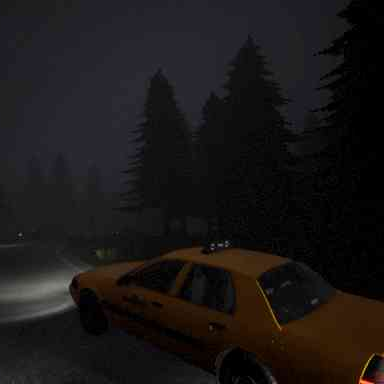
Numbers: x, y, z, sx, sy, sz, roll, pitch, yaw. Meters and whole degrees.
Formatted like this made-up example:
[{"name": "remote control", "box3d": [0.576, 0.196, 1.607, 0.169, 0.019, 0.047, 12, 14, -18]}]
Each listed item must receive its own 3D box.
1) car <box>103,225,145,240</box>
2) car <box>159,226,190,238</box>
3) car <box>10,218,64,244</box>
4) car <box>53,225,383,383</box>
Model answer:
[{"name": "car", "box3d": [-7.442, 4.510, 36.950, 2.033, 1.411, 5.357, -4, -8, 20]}, {"name": "car", "box3d": [-2.326, 5.543, 46.260, 1.882, 1.535, 5.008, -5, -8, 30]}, {"name": "car", "box3d": [-12.754, 3.223, 28.099, 2.150, 2.045, 5.566, -4, -7, 7]}, {"name": "car", "box3d": [0.143, 1.440, 4.734, 5.366, 1.575, 1.801, 0, 1, 43]}]
